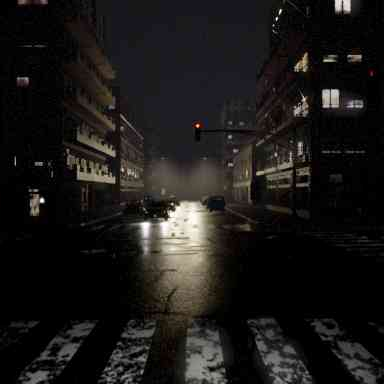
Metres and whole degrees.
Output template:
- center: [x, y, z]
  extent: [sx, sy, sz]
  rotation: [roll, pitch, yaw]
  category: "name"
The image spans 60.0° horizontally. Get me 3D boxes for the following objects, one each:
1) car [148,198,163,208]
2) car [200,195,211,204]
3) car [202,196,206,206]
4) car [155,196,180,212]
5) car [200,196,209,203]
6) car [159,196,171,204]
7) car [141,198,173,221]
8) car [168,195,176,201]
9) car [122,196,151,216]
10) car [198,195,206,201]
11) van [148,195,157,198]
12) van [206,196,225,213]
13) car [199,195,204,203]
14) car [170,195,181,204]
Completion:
- center: [-5.313, 1.567, 48.715]
  extent: [1.802, 1.307, 4.206]
  rotation: [0, 0, 0]
  category: "car"
- center: [2.632, 1.418, 65.451]
  extent: [1.967, 1.590, 4.097]
  rotation: [0, 0, 0]
  category: "car"
- center: [2.704, 1.532, 43.126]
  extent: [1.887, 1.381, 4.507]
  rotation: [0, 0, 0]
  category: "car"
- center: [-2.809, 1.537, 38.082]
  extent: [2.033, 1.411, 5.357]
  rotation: [0, 0, 0]
  category: "car"
- center: [2.638, 1.519, 71.032]
  extent: [1.887, 1.381, 4.507]
  rotation: [0, 0, 0]
  category: "car"
- center: [-5.248, 1.523, 65.459]
  extent: [1.887, 1.381, 4.507]
  rotation: [0, 0, 0]
  category: "car"
- center: [-2.809, 1.519, 27.440]
  extent: [1.812, 1.442, 4.674]
  rotation: [0, 0, -1]
  category: "car"
- center: [-5.225, 1.510, 87.785]
  extent: [2.008, 1.369, 4.403]
  rotation: [0, 0, 0]
  category: "car"
- center: [-5.411, 1.431, 31.970]
  extent: [1.967, 1.590, 4.097]
  rotation: [0, 0, 0]
  category: "car"
- center: [2.655, 1.526, 87.777]
  extent: [1.947, 1.339, 4.313]
  rotation: [0, 0, 0]
  category: "car"
- center: [-5.365, 1.328, 43.134]
  extent: [1.690, 1.788, 3.998]
  rotation: [0, 0, 0]
  category: "van"
- center: [2.733, 1.331, 36.922]
  extent: [1.690, 1.788, 3.998]
  rotation: [0, 0, 0]
  category: "van"
- center: [2.623, 1.549, 54.288]
  extent: [1.947, 1.339, 4.313]
  rotation: [0, 0, 0]
  category: "car"
- center: [-2.784, 1.510, 50.790]
  extent: [1.812, 1.442, 4.674]
  rotation: [0, 0, 0]
  category: "car"
